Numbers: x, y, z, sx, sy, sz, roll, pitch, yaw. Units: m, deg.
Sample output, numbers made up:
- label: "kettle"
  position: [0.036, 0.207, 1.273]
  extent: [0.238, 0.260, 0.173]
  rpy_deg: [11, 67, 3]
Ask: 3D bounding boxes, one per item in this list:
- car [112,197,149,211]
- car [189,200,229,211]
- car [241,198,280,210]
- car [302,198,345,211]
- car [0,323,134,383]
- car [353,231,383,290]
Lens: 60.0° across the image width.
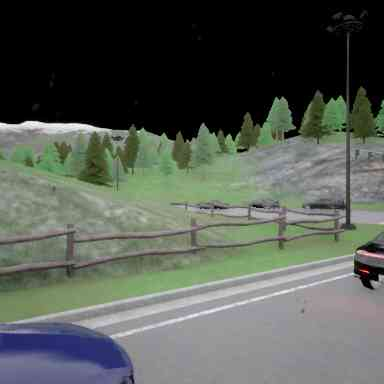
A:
- label: "car"
  position: [-7.674, 1.352, 41.203]
  extent: [4.553, 1.767, 2.097]
  rpy_deg: [0, 0, 18]
- label: "car"
  position: [2.037, 1.601, 40.940]
  extent: [4.718, 1.301, 1.895]
  rpy_deg: [0, 0, 29]
- label: "car"
  position: [8.416, 1.491, 41.188]
  extent: [4.902, 1.511, 2.128]
  rpy_deg: [0, 0, 34]
- label: "car"
  position: [15.794, 1.504, 40.172]
  extent: [4.892, 1.490, 1.837]
  rpy_deg: [0, 0, 38]
- label: "car"
  position: [-2.592, 1.526, 1.933]
  extent: [4.674, 1.442, 1.812]
  rpy_deg: [0, 0, -35]
- label: "car"
  position: [5.774, 1.491, 7.866]
  extent: [4.902, 1.511, 2.128]
  rpy_deg: [0, 0, -35]
